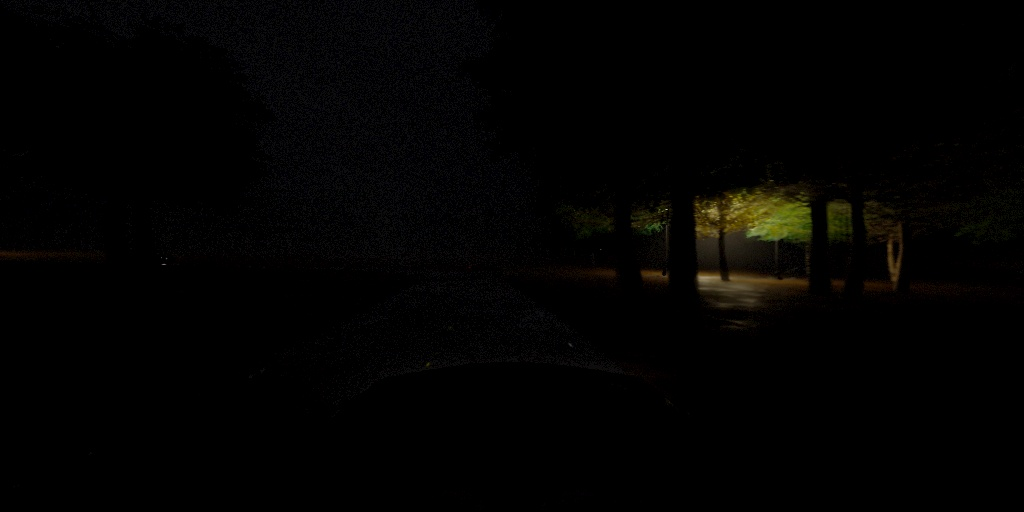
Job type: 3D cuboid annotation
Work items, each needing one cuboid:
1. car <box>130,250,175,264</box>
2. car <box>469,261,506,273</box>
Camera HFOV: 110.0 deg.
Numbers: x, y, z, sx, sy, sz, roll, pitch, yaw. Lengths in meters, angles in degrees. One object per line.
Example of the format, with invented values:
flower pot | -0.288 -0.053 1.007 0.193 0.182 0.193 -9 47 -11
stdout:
car | -39.964 0.075 39.202 5.008 1.535 1.882 2 -2 -10
car | -3.133 1.428 45.422 4.674 1.442 1.812 2 -2 -10
